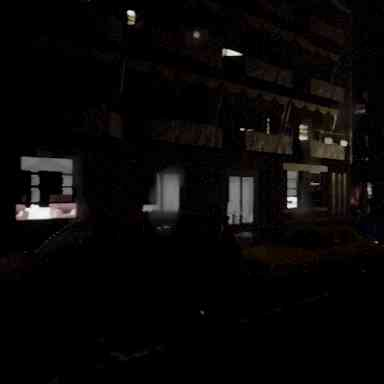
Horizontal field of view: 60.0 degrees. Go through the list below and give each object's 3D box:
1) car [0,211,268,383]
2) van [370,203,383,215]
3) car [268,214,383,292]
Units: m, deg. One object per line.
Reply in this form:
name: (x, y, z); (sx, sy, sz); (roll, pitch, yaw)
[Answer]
car: (-1.314, 1.303, 5.613); (5.009, 1.841, 2.192); (0, 1, -35)
van: (7.951, 1.268, 12.219); (3.998, 1.788, 1.690); (0, 1, -35)
car: (3.182, 1.483, 8.821); (4.829, 1.417, 1.752); (0, 1, -35)
